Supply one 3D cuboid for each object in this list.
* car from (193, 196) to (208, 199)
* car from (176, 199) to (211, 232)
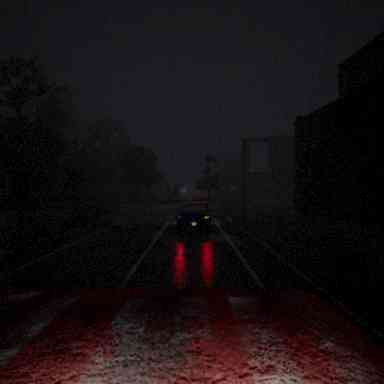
[{"bbox_3d":[0.853,1.179,33.841,2.128,1.511,4.902,0,0,6],"label":"car"},{"bbox_3d":[0.094,1.354,18.742,1.812,1.442,4.674,0,1,0],"label":"car"}]
